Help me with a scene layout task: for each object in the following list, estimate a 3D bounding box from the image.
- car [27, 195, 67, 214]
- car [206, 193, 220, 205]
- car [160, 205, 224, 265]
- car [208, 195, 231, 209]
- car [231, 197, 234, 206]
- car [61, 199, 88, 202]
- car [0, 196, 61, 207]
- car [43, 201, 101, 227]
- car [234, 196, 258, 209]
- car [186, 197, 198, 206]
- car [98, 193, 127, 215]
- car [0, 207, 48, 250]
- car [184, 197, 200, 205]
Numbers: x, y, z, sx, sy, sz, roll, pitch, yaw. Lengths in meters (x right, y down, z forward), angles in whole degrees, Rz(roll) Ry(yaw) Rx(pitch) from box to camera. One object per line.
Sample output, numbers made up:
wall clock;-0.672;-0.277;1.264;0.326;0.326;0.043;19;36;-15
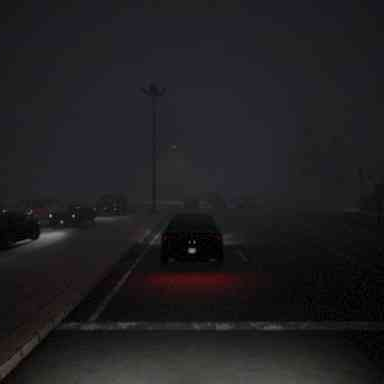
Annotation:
car;-14.994;1.275;34.680;2.097;1.767;4.553;0;0;0
car;3.509;1.104;52.676;2.150;2.045;5.566;0;0;0
car;0.002;1.452;11.616;1.882;1.535;5.008;0;0;0
car;3.507;1.469;42.642;1.994;1.385;4.181;0;0;0
car;7.009;1.430;52.646;2.033;1.411;5.357;0;0;0
car;-11.494;1.451;33.763;1.812;1.442;4.674;0;0;0
car;-11.513;1.299;23.843;2.097;1.767;4.553;0;0;0
car;-8.025;1.550;22.753;1.895;1.301;4.718;0;0;1
car;7.007;1.257;42.611;2.097;1.767;4.553;0;0;0
car;0.009;1.484;52.677;1.895;1.301;4.718;0;0;0
car;-7.994;1.148;33.323;2.150;2.045;5.566;0;0;0
car;-8.074;1.533;13.999;1.994;1.385;4.181;0;0;0
car;0.007;1.398;42.226;2.128;1.511;4.902;0;0;0
